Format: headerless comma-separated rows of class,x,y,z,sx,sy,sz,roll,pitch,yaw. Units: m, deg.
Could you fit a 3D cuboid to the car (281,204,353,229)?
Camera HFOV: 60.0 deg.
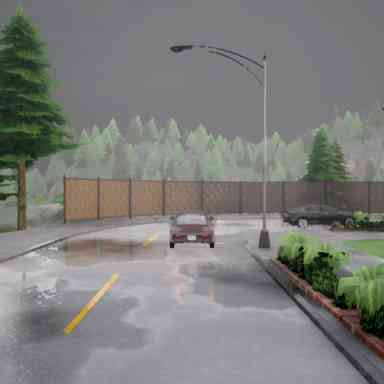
car,8.198,1.517,21.274,4.892,1.490,1.837,0,0,0

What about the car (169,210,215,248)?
car,0.000,1.534,14.648,1.812,1.442,4.674,0,0,0
